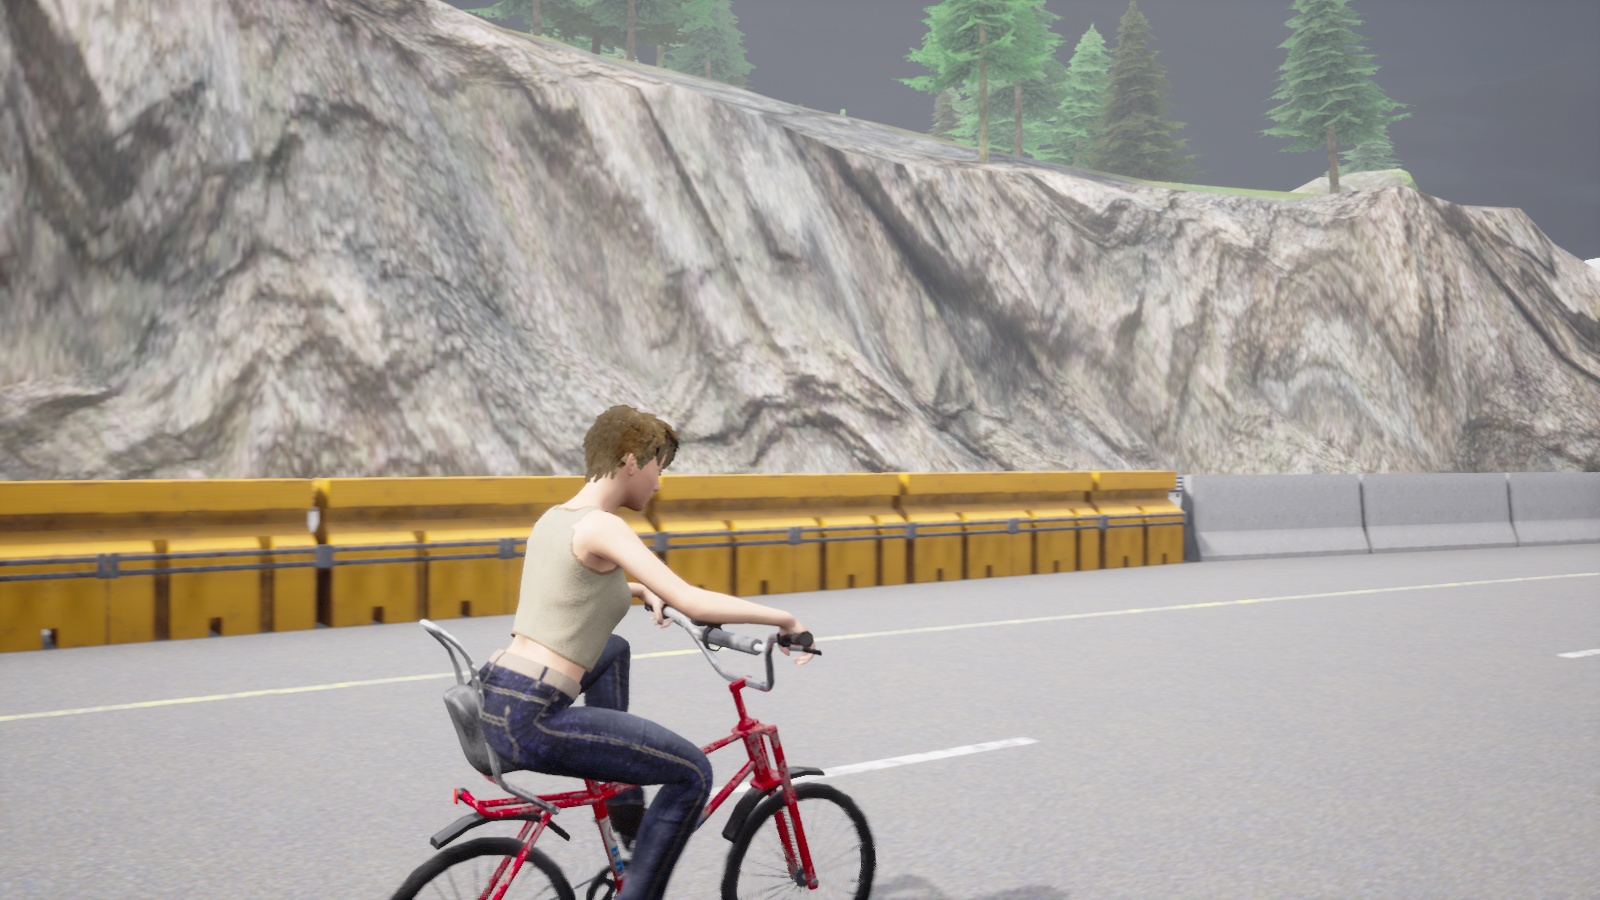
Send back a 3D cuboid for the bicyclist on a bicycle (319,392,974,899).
[{"bbox_3d":[-0.394,0.690,3.359,1.509,1.612,0.866,0,0,-34],"label":"bicyclist on a bicycle"}]
